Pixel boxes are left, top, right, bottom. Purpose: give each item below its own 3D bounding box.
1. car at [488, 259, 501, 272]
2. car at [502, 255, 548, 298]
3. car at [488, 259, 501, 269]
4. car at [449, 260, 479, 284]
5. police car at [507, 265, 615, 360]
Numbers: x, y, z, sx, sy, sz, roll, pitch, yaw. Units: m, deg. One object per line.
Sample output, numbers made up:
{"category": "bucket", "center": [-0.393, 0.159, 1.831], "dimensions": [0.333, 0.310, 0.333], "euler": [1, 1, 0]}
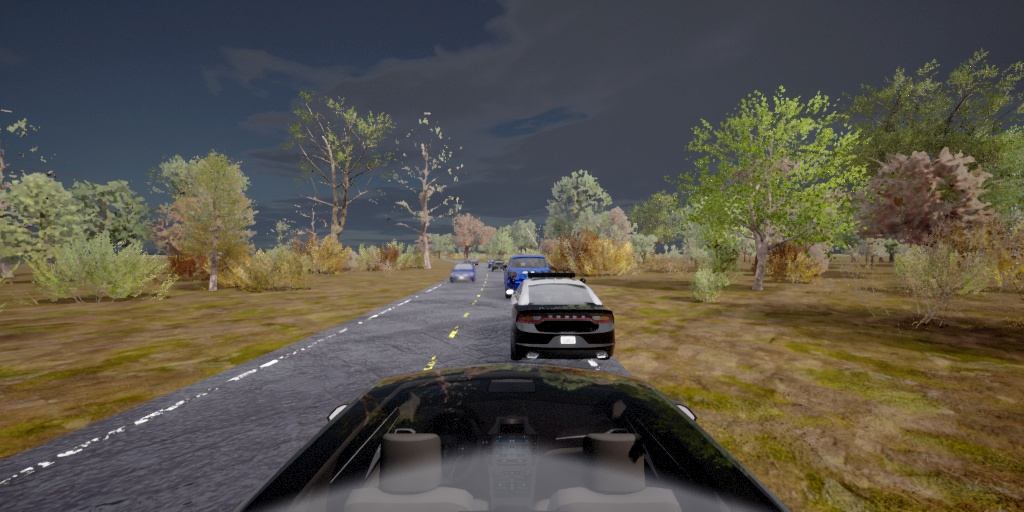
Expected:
{"category": "car", "center": [-1.787, 1.254, 46.959], "dimensions": [1.837, 1.490, 4.892], "euler": [0, 0, -5]}
{"category": "car", "center": [0.716, 0.972, 18.431], "dimensions": [2.150, 2.045, 5.566], "euler": [0, 0, -2]}
{"category": "car", "center": [-2.961, 1.230, 59.279], "dimensions": [1.882, 1.535, 5.008], "euler": [0, 0, -7]}
{"category": "car", "center": [-3.663, 1.274, 27.567], "dimensions": [1.812, 1.442, 4.674], "euler": [0, 0, -3]}
{"category": "police car", "center": [0.899, 1.174, 8.463], "dimensions": [1.930, 1.638, 5.238], "euler": [0, 0, 0]}
